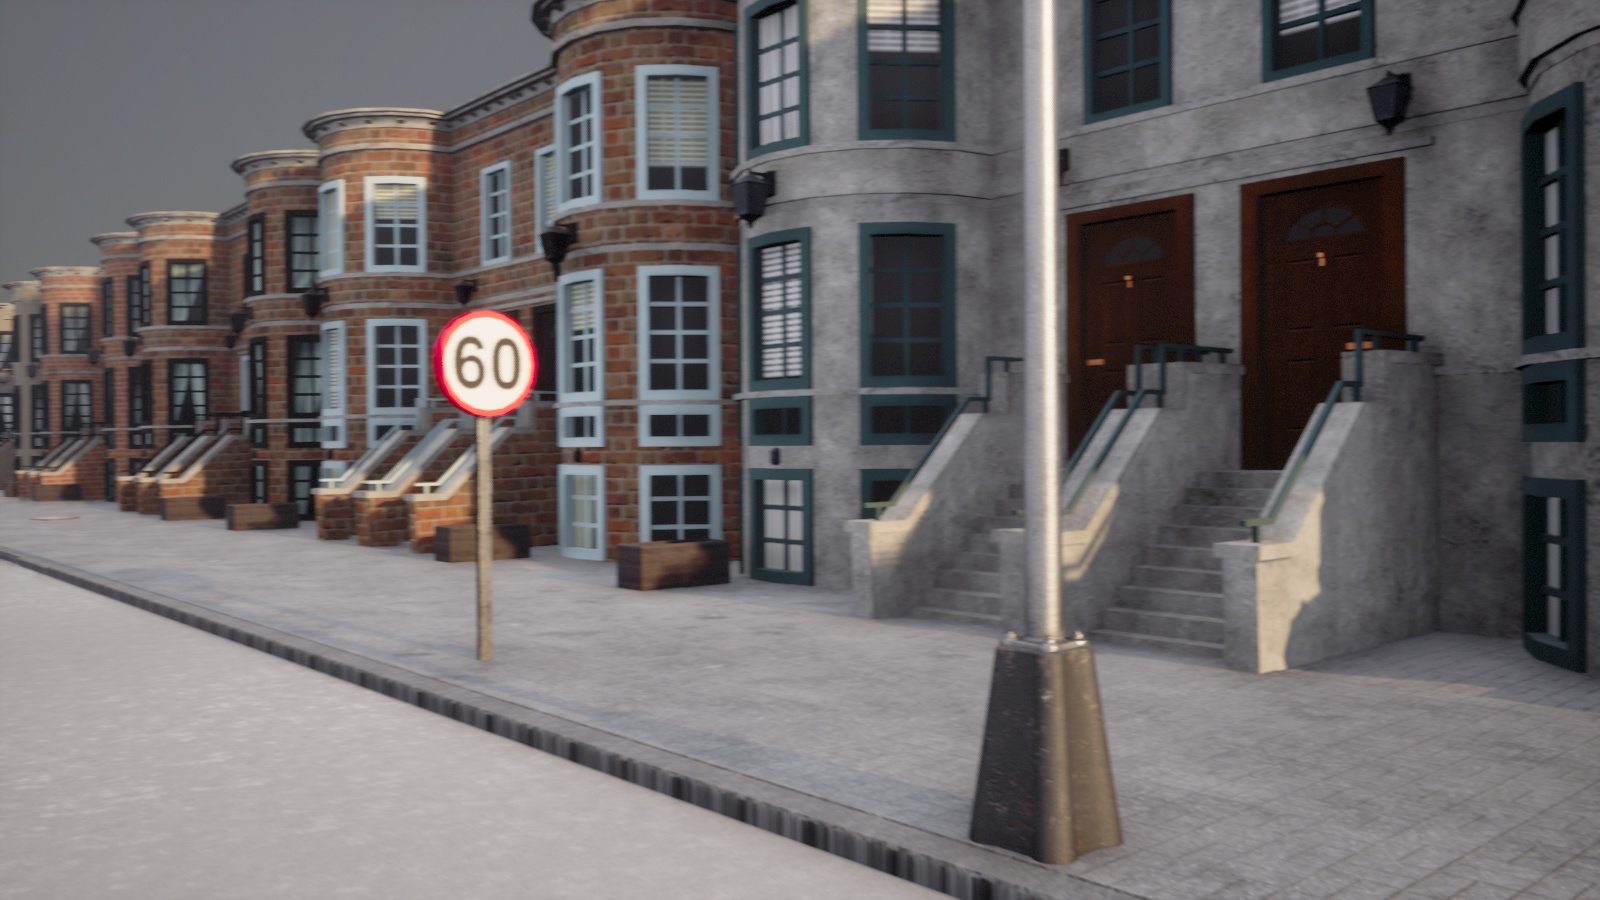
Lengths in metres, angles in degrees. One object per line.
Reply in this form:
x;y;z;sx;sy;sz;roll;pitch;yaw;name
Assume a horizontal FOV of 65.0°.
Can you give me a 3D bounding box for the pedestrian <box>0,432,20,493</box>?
-24.056;0.370;38.025;0.634;1.844;0.899;-1;0;-25;pedestrian
